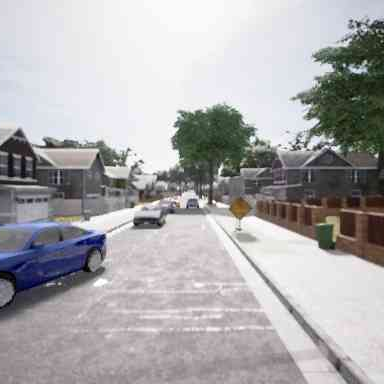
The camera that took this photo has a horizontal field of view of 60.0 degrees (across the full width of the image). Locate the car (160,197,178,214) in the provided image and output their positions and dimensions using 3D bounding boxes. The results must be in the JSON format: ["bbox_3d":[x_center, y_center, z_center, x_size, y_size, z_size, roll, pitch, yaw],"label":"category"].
[{"bbox_3d":[-2.858,1.570,36.100,1.812,1.442,4.674,0,0,1],"label":"car"}]

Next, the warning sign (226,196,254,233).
[{"bbox_3d":[2.515,1.147,17.429,1.300,1.860,1.060,0,0,0],"label":"warning sign"}]

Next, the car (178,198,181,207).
[{"bbox_3d":[-2.763,1.527,51.378,1.882,1.535,5.008,0,0,0],"label":"car"}]

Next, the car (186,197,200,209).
[{"bbox_3d":[0.090,1.593,47.071,2.033,1.411,5.357,0,0,0],"label":"car"}]

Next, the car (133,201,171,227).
[{"bbox_3d":[-2.857,1.585,23.480,2.033,1.411,5.357,0,0,0],"label":"car"}]

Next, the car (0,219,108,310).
[{"bbox_3d":[-4.047,1.502,8.209,1.882,1.535,5.008,1,0,18],"label":"car"}]

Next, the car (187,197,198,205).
[{"bbox_3d":[0.081,1.593,61.089,2.033,1.411,5.357,0,0,0],"label":"car"}]
